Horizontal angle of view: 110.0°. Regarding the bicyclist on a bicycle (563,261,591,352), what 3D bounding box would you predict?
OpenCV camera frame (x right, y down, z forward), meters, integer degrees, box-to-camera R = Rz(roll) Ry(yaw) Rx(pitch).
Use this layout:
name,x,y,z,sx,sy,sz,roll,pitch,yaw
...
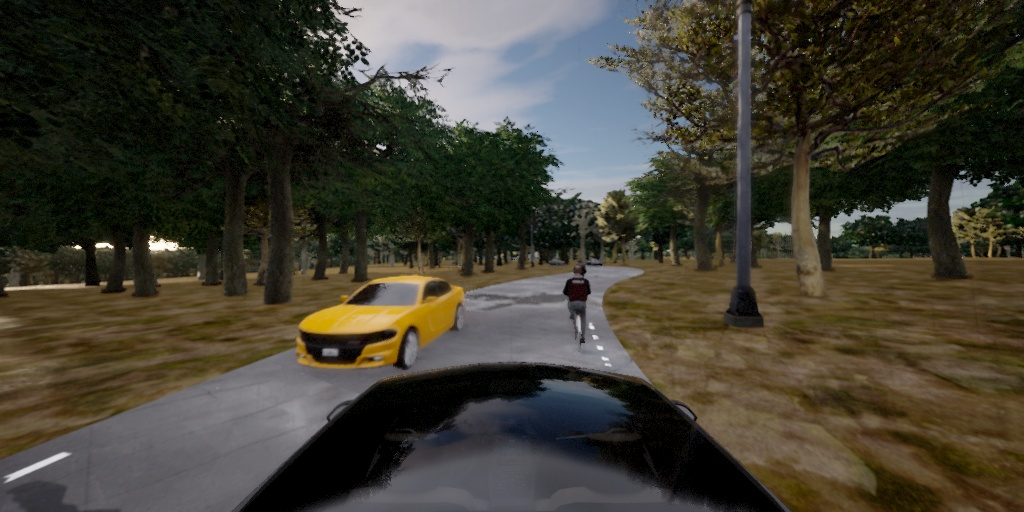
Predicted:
name,x,y,z,sx,sy,sz,roll,pitch,yaw
bicyclist on a bicycle,1.439,1.092,7.939,0.659,1.776,1.843,0,1,7

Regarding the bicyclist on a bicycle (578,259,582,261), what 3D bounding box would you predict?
name,x,y,z,sx,sy,sz,roll,pitch,yaw
bicyclist on a bicycle,3.128,1.034,16.404,0.659,1.776,1.843,0,1,15

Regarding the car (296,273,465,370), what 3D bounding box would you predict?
name,x,y,z,sx,sy,sz,roll,pitch,yaw
car,-2.460,1.197,7.998,1.882,1.535,5.008,0,0,8
